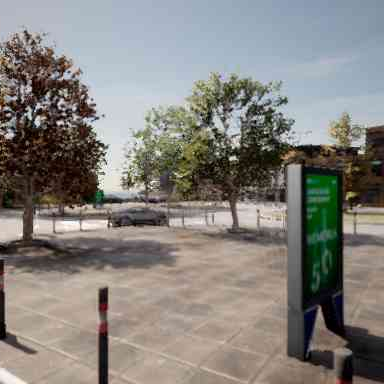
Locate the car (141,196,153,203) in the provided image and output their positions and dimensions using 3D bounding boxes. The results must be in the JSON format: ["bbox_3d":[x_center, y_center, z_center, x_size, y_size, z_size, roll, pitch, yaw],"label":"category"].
[{"bbox_3d":[-10.843,1.821,79.603,1.882,1.535,5.008,0,-1,-17],"label":"car"}]

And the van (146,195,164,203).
[{"bbox_3d":[-9.936,1.872,89.686,4.442,1.987,1.878,0,-2,-17],"label":"van"}]

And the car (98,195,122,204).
[{"bbox_3d":[-20.219,1.767,81.805,5.566,2.045,2.435,0,-1,-17],"label":"car"}]

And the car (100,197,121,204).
[{"bbox_3d":[-19.418,1.954,79.124,4.892,1.521,2.231,0,-1,-17],"label":"car"}]

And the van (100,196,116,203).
[{"bbox_3d":[-23.365,2.138,92.521,4.442,1.987,1.878,0,-2,-17],"label":"van"}]

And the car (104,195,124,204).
[{"bbox_3d":[-18.615,1.644,76.584,5.566,2.045,2.435,0,-1,-17],"label":"car"}]

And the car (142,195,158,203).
[{"bbox_3d":[-8.858,1.705,69.455,1.882,1.535,5.008,0,-1,0],"label":"car"}]

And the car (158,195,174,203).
[{"bbox_3d":[-8.055,1.677,83.789,5.566,2.045,2.435,0,-1,-17],"label":"car"}]

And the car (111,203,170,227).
[{"bbox_3d":[-3.667,1.704,23.884,4.181,1.385,1.994,0,0,-25],"label":"car"}]
